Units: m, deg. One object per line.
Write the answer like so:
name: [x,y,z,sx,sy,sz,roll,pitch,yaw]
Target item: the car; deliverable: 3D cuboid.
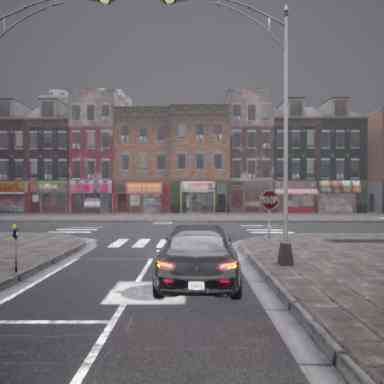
car: [0.153,1.524,8.300,1.812,1.442,4.674,0,0,2]
